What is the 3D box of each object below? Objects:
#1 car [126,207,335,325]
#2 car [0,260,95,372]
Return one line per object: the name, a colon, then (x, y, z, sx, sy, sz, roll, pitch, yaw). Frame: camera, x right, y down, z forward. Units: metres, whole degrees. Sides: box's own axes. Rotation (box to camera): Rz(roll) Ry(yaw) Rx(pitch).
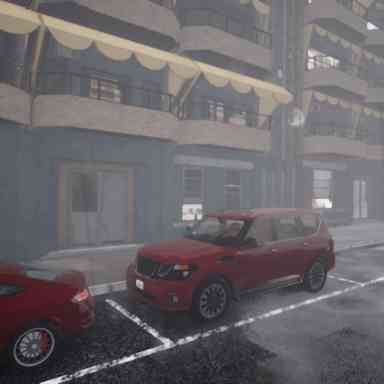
car: (1.124, 1.316, 7.342, 5.009, 1.841, 2.192, 0, 1, -35)
car: (-3.374, 1.582, 4.138, 4.206, 1.307, 1.802, 0, 1, -35)
